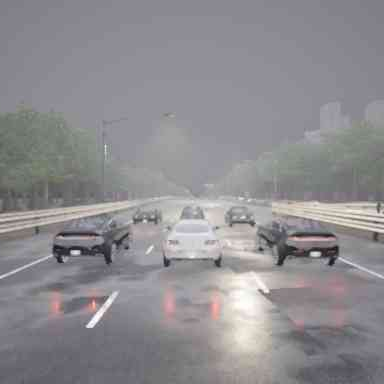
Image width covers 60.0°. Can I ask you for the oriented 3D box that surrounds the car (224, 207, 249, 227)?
[{"bbox_3d":[3.526,1.805,25.145,2.033,1.411,5.357,0,0,0],"label":"car"}]

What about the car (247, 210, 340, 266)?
[{"bbox_3d":[3.546,1.617,11.974,2.128,1.511,4.902,0,-1,0],"label":"car"}]

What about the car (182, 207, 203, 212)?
[{"bbox_3d":[0.026,1.805,25.145,2.033,1.411,5.357,0,0,0],"label":"car"}]

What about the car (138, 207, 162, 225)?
[{"bbox_3d":[-3.460,1.872,26.716,1.895,1.301,4.718,0,0,0],"label":"car"}]

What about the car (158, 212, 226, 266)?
[{"bbox_3d":[0.039,1.653,11.900,1.812,1.442,4.674,0,-1,1],"label":"car"}]

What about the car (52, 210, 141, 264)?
[{"bbox_3d":[-3.456,1.623,12.346,2.128,1.511,4.902,0,-1,0],"label":"car"}]
